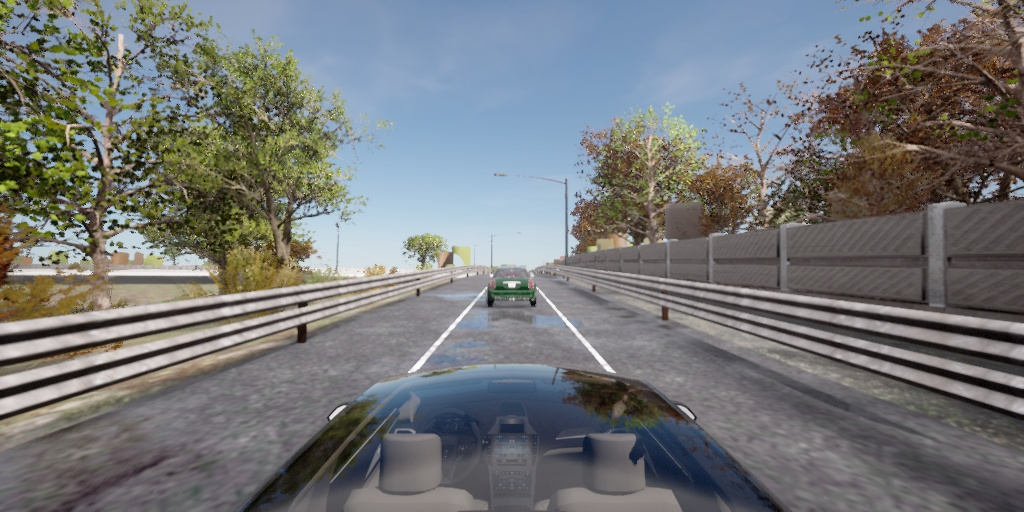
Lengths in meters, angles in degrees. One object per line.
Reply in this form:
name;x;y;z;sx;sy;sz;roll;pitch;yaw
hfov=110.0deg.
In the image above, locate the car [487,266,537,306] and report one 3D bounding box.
car;-0.004;1.244;16.704;2.097;1.767;4.553;0;-1;0
